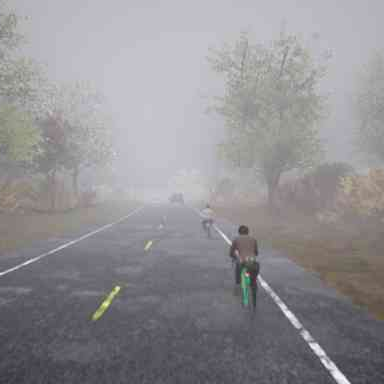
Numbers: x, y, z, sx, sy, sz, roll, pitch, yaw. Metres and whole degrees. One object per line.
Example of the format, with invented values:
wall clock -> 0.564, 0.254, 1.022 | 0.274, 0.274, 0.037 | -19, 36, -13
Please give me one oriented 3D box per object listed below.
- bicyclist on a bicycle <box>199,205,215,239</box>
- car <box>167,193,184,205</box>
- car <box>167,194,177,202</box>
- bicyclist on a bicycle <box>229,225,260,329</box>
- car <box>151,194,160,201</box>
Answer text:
bicyclist on a bicycle -> 0.774, 1.421, 16.385 | 0.866, 1.612, 1.509 | 0, 0, -1
car -> -2.688, 1.112, 57.768 | 2.150, 2.045, 5.566 | 0, 0, -6
car -> -4.542, 1.326, 73.767 | 1.882, 1.535, 5.008 | 0, 0, -6
bicyclist on a bicycle -> 0.958, 1.445, 6.009 | 0.582, 1.620, 1.656 | 0, 0, 0
car -> -8.860, 1.362, 80.756 | 2.128, 1.511, 4.902 | 0, 0, -6
